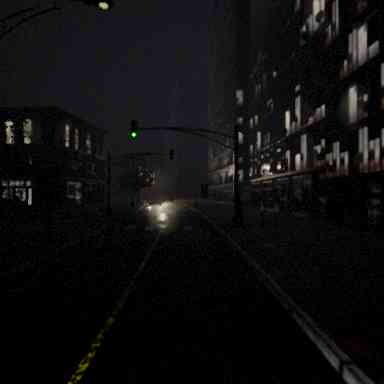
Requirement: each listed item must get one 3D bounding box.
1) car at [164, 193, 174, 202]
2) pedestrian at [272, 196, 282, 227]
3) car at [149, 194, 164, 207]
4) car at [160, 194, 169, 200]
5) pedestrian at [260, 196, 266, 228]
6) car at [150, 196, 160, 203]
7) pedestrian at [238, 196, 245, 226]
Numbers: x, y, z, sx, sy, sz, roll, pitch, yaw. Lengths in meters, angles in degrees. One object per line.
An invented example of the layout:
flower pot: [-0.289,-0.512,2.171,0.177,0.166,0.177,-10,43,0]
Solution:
car: [-5.132,1.121,70.404,2.150,2.045,5.566,0,0,-9]
pedestrian: [5.076,1.138,19.947,0.375,1.860,0.375,1,-1,-2]
car: [-5.572,1.409,50.980,1.882,1.535,5.008,0,0,-6]
car: [-6.718,1.242,80.666,1.812,1.442,4.674,0,0,-10]
pedestrian: [4.101,1.127,19.308,0.375,1.860,0.375,1,-1,-2]
car: [-7.377,1.504,66.535,1.895,1.301,4.718,0,0,-7]
pedestrian: [2.940,1.120,20.463,0.375,1.860,0.375,1,-1,-2]
